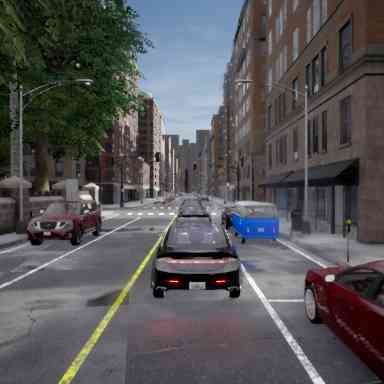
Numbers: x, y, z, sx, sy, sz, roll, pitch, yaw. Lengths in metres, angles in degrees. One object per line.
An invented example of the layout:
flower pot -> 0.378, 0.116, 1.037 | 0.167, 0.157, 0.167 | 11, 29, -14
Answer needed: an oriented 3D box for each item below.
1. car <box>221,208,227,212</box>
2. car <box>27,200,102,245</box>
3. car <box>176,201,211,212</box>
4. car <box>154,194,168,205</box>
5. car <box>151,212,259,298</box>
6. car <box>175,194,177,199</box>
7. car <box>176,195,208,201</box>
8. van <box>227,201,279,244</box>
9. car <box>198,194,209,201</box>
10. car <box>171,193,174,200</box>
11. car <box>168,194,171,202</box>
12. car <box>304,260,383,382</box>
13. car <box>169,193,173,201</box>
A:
car -> 2.848, 1.558, 21.236 | 1.947, 1.339, 4.313 | 0, 0, 0
car -> -5.675, 1.310, 15.533 | 2.192, 1.841, 5.009 | 0, 0, 0
car -> 0.092, 1.485, 18.415 | 2.128, 1.511, 4.902 | 0, 0, 0
car -> -5.689, 1.480, 59.051 | 1.752, 1.417, 4.829 | 0, 0, 0
car -> 0.097, 1.490, 8.476 | 2.128, 1.511, 4.902 | 0, 0, 0
car -> -5.698, 1.497, 86.475 | 2.008, 1.369, 4.403 | 0, 0, 0
car -> -0.010, 1.338, 27.592 | 2.097, 1.767, 4.553 | 0, 0, 0
van -> 2.849, 1.336, 15.575 | 1.690, 1.788, 3.998 | 0, 0, 0
car -> 2.830, 1.387, 75.612 | 1.967, 1.590, 4.097 | 0, 0, 0
car -> -5.694, 1.492, 75.574 | 1.887, 1.381, 4.507 | 0, 0, 0
car -> -5.691, 1.502, 64.672 | 2.008, 1.369, 4.403 | 0, 0, 0
car -> 2.853, 1.544, 4.254 | 1.887, 1.381, 4.507 | 0, 0, 0
car -> -5.693, 1.494, 70.123 | 1.887, 1.381, 4.507 | 0, 0, 0
